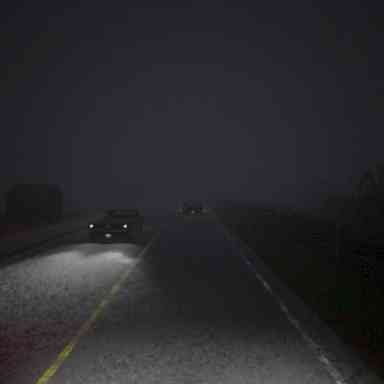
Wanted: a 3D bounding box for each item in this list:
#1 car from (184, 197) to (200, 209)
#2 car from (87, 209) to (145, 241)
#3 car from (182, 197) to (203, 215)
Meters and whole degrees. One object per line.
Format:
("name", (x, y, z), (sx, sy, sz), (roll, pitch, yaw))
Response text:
("car", (0.040, 1.346, 42.887), (1.994, 1.385, 4.181), (0, 0, 0))
("car", (-3.530, 1.518, 16.260), (1.895, 1.301, 4.718), (0, 0, 0))
("car", (0.064, 1.441, 31.443), (1.895, 1.301, 4.718), (0, 0, 0))
